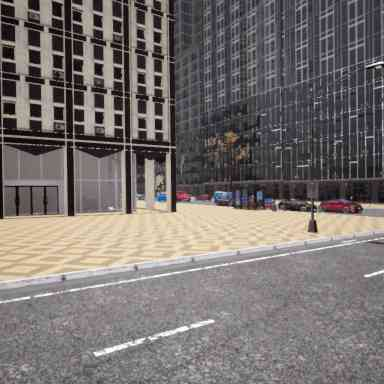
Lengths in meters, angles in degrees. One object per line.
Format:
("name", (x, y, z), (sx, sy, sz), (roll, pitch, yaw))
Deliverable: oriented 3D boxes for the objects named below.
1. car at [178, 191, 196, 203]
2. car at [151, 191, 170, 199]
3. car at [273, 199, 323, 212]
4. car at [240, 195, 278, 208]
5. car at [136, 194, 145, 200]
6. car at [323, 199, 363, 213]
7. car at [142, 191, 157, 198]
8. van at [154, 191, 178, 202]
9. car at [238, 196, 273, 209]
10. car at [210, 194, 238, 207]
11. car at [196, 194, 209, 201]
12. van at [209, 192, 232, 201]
("car", (-2.260, 0.780, 60.055), (2.150, 2.045, 5.566), (-1, 1, -34))
("car", (-7.383, 0.615, 77.764), (2.192, 1.841, 5.009), (0, 1, -34))
("car", (11.171, 1.424, 35.395), (1.947, 1.339, 4.313), (0, 1, -34))
("car", (8.768, 1.217, 43.743), (1.882, 1.535, 5.008), (-1, 1, -34))
("car", (-11.112, 1.039, 68.354), (2.008, 1.369, 4.403), (0, 1, -34))
("car", (15.258, 1.408, 34.211), (1.994, 1.385, 4.181), (-1, 1, -34))
("car", (-10.582, 0.686, 82.464), (1.967, 1.590, 4.097), (0, 1, -34))
("van", (-4.714, 0.937, 58.956), (1.690, 1.788, 3.998), (0, 1, -34))
("car", (7.987, 1.388, 40.105), (1.802, 1.307, 4.206), (0, 1, -34))
("car", (4.837, 1.319, 44.836), (1.947, 1.339, 4.313), (0, 1, -34))
("car", (2.213, 1.043, 63.673), (1.802, 1.307, 4.206), (0, 1, -34))
("van", (5.411, 0.855, 58.972), (1.690, 1.788, 3.998), (0, 1, -34))
